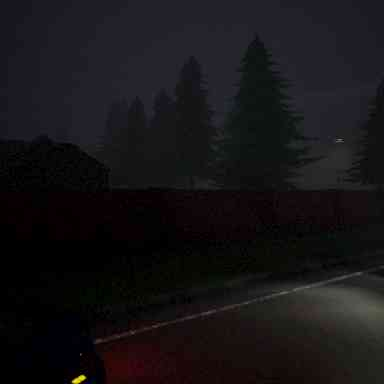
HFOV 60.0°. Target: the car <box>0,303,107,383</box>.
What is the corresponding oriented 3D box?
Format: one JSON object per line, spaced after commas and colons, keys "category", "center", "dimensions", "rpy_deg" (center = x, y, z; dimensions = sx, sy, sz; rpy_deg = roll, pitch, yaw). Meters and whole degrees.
{"category": "car", "center": [-2.878, 1.526, 1.975], "dimensions": [4.674, 1.442, 1.812], "rpy_deg": [0, 0, -35]}
